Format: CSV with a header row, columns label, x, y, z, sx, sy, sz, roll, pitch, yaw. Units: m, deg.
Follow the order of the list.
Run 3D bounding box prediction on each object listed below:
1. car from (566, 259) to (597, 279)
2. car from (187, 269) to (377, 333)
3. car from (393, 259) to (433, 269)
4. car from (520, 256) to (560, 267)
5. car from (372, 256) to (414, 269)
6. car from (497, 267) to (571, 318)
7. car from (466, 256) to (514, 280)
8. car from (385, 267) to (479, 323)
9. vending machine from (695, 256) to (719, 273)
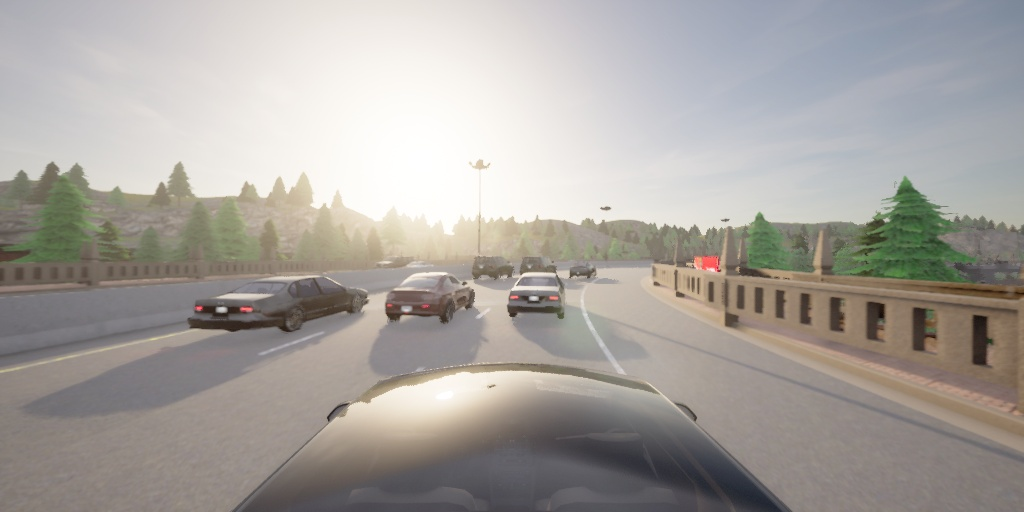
label,x,y,z,sx,sy,sz,roll,pitch,yaw
car,6.607,1.278,33.112,2.128,1.511,4.902,0,0,22
car,-6.326,1.278,10.641,2.033,1.411,5.357,0,0,6
car,-10.209,1.309,38.614,1.812,1.442,4.674,0,0,22
car,2.380,1.003,32.041,2.150,2.045,5.566,0,0,20
car,-13.199,1.006,40.636,2.150,2.045,5.566,0,0,22
car,1.029,1.307,13.113,2.033,1.411,5.357,0,0,9
car,-1.600,0.997,31.319,2.150,2.045,5.566,0,0,19
car,-2.591,1.272,12.046,1.812,1.442,4.674,0,0,7
vending machine,9.803,0.980,18.052,1.100,2.100,0.880,0,0,13
